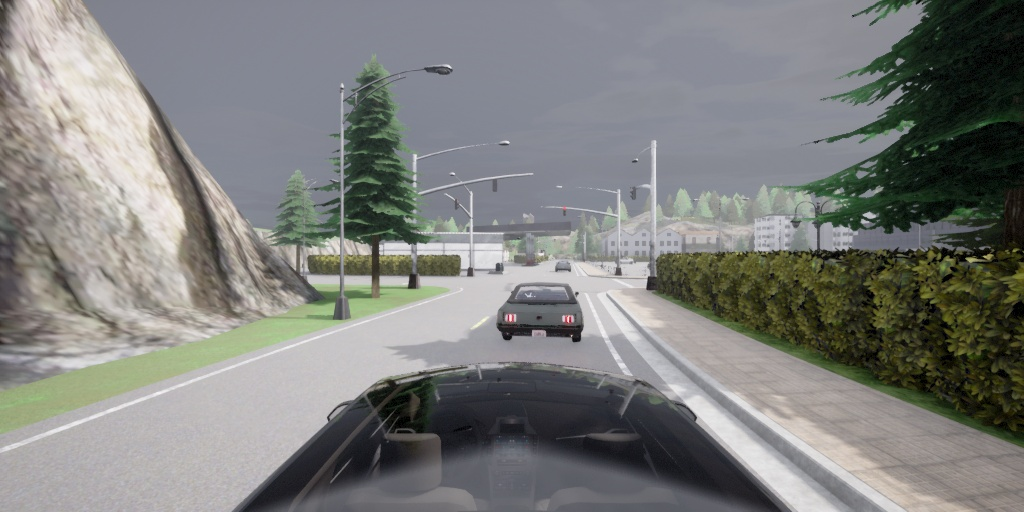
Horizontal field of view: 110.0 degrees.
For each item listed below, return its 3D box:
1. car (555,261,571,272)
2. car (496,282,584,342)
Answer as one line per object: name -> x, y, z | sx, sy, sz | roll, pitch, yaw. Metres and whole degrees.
car -> 6.535, 1.313, 45.715 | 1.994, 1.385, 4.181 | 0, 0, 9
car -> 0.881, 1.351, 9.770 | 1.895, 1.301, 4.718 | 0, 0, 8
